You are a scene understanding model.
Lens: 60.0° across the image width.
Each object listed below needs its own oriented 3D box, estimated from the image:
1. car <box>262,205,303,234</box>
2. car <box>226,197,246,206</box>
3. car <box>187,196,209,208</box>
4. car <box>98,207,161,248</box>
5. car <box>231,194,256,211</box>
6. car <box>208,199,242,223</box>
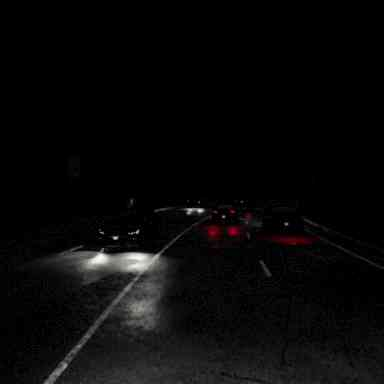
[{"bbox_3d":[5.206,1.484,19.524,1.882,1.535,5.008,0,0,8],"label":"car"},{"bbox_3d":[7.358,1.540,54.892,2.033,1.411,5.357,0,0,22],"label":"car"},{"bbox_3d":[0.846,1.325,47.197,2.097,1.767,4.553,0,0,19],"label":"car"},{"bbox_3d":[-2.627,1.491,14.967,1.837,1.490,4.892,0,0,6],"label":"car"},{"bbox_3d":[6.664,1.224,41.847,2.150,2.045,5.566,0,0,17],"label":"car"},{"bbox_3d":[2.601,1.522,25.179,1.812,1.442,4.674,0,0,10],"label":"car"}]
